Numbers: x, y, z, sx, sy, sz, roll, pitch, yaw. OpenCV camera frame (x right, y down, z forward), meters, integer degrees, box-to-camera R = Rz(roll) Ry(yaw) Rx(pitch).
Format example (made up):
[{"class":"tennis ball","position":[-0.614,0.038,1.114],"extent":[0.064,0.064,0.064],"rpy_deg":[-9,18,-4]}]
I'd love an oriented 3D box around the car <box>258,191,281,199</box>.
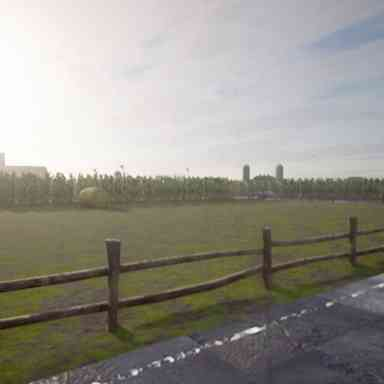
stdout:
[{"class":"car","position":[15.069,0.589,64.654],"extent":[1.837,1.490,4.892],"rpy_deg":[-1,2,-34]}]
